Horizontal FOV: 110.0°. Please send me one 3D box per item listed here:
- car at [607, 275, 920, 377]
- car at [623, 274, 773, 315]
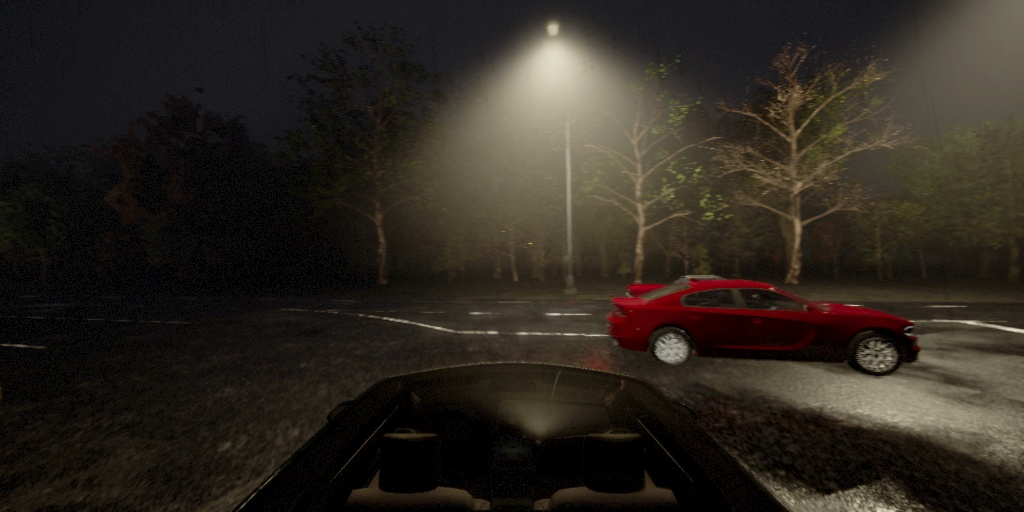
[{"bbox_3d":[4.440,1.204,6.974,5.008,1.535,1.882,-1,-1,13],"label":"car"},{"bbox_3d":[6.762,1.393,13.640,4.718,1.301,1.895,-1,-1,13],"label":"car"}]
